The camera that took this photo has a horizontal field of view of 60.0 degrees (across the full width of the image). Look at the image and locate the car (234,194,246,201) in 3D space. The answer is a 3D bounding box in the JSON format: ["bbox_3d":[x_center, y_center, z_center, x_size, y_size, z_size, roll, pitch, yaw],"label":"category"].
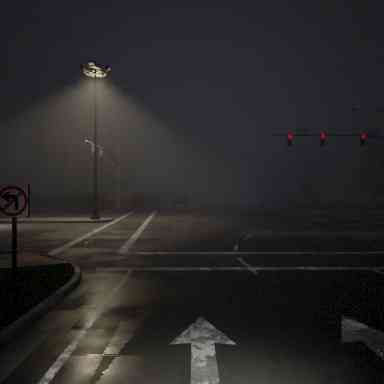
[{"bbox_3d":[12.377,1.472,83.744,1.882,1.535,5.008,0,0,0],"label":"car"}]

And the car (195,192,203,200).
[{"bbox_3d":[1.925,1.057,92.998,2.150,2.045,5.566,0,0,0],"label":"car"}]

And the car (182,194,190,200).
[{"bbox_3d":[-1.575,1.357,92.986,2.128,1.511,4.902,0,0,0],"label":"car"}]

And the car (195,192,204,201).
[{"bbox_3d":[1.875,1.471,83.382,1.882,1.535,5.008,0,0,0],"label":"car"}]

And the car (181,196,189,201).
[{"bbox_3d":[-1.622,1.589,83.847,1.895,1.301,4.718,0,0,0],"label":"car"}]

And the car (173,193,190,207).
[{"bbox_3d":[-1.788,1.221,51.984,2.150,2.045,5.566,0,0,0],"label":"car"}]

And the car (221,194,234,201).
[{"bbox_3d":[8.881,1.350,84.532,2.097,1.767,4.553,0,0,0],"label":"car"}]

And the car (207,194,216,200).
[{"bbox_3d":[5.425,1.357,92.950,2.128,1.511,4.902,0,0,0],"label":"car"}]

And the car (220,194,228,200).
[{"bbox_3d":[8.925,1.385,92.932,1.994,1.385,4.181,0,0,0],"label":"car"}]

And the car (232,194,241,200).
[{"bbox_3d":[12.425,1.332,92.914,1.837,1.490,4.892,0,0,0],"label":"car"}]

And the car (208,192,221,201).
[{"bbox_3d":[5.377,1.349,83.750,2.097,1.767,4.553,0,0,0],"label":"car"}]
